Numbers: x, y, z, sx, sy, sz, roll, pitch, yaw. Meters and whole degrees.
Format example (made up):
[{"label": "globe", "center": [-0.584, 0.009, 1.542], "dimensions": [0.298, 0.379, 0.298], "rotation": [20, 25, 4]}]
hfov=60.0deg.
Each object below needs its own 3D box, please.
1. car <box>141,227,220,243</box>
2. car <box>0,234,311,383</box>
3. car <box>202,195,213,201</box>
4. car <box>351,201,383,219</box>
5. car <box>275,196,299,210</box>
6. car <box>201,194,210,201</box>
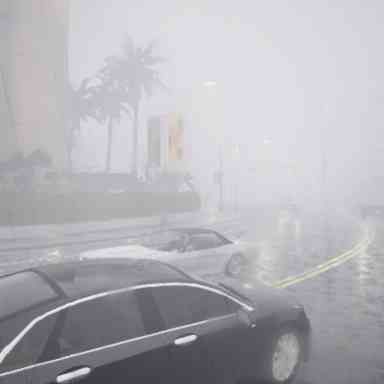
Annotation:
[{"label": "car", "center": [-0.451, 1.613, 8.470], "dimensions": [4.718, 1.301, 1.895], "rotation": [0, 0, -42]}, {"label": "car", "center": [-0.638, 1.509, 3.585], "dimensions": [4.892, 1.490, 1.837], "rotation": [1, 0, -38]}, {"label": "car", "center": [4.204, 1.601, 84.617], "dimensions": [2.097, 1.535, 5.008], "rotation": [0, 0, -4]}, {"label": "car", "center": [15.603, 1.517, 29.530], "dimensions": [1.882, 1.535, 5.008], "rotation": [0, 0, 13]}, {"label": "car", "center": [9.179, 1.199, 32.364], "dimensions": [1.837, 1.490, 4.892], "rotation": [0, 0, 9]}, {"label": "car", "center": [3.704, 1.484, 91.024], "dimensions": [2.185, 1.767, 4.553], "rotation": [0, 0, -4]}]
